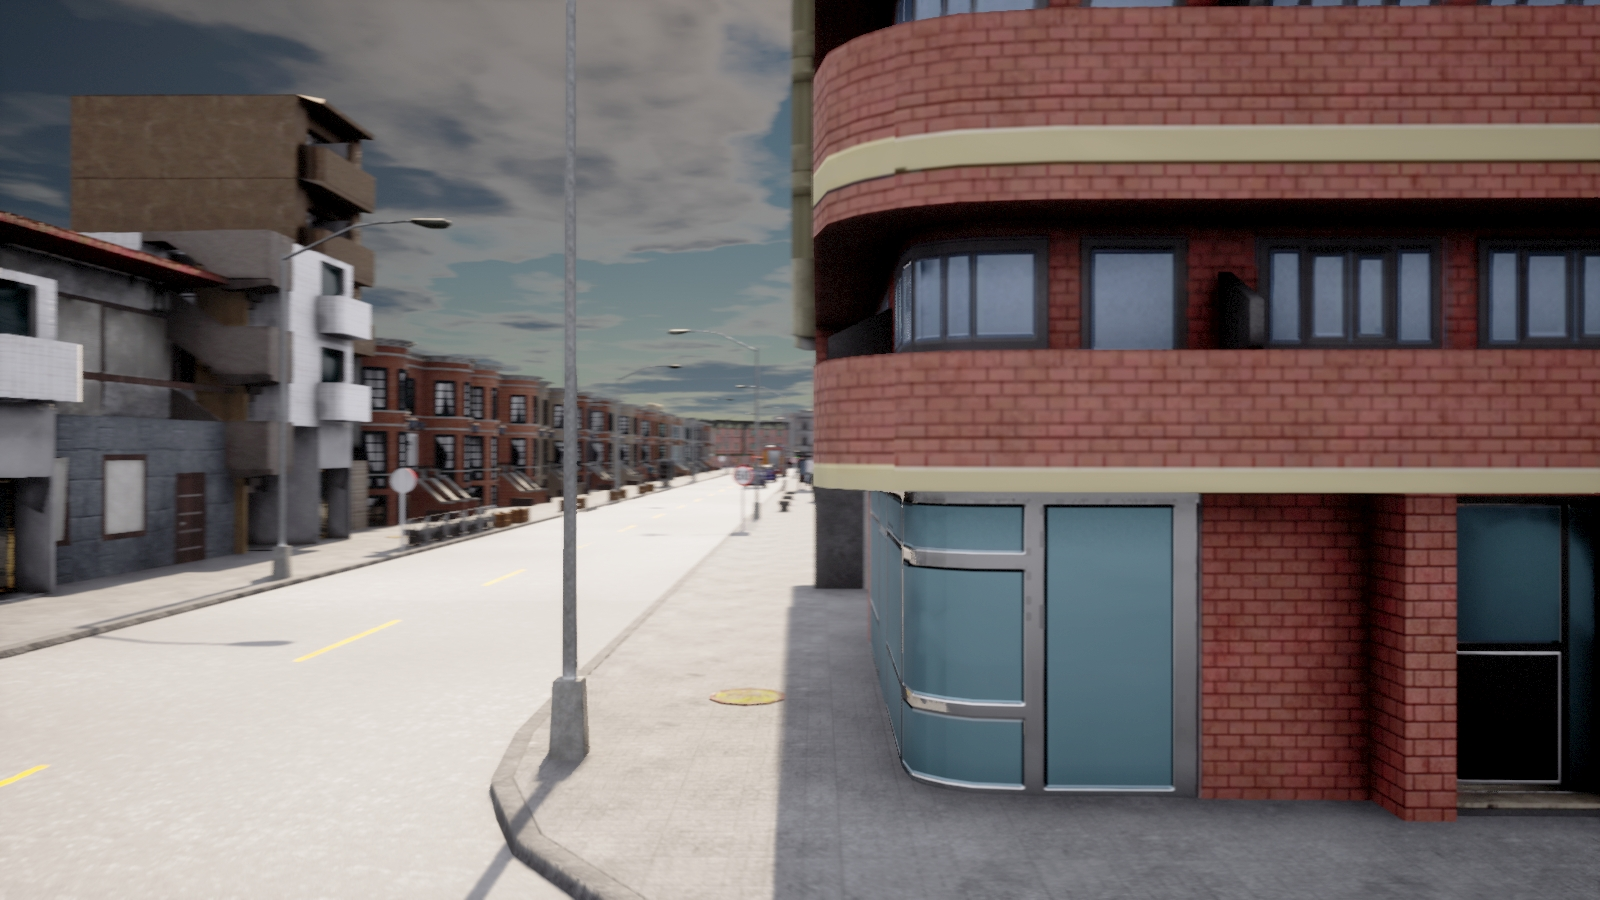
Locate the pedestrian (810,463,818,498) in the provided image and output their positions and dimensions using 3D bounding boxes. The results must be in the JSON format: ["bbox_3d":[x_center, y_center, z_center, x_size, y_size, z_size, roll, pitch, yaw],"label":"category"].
[{"bbox_3d":[0.763,1.647,61.642,0.375,1.860,0.375,0,0,-2],"label":"pedestrian"}]
